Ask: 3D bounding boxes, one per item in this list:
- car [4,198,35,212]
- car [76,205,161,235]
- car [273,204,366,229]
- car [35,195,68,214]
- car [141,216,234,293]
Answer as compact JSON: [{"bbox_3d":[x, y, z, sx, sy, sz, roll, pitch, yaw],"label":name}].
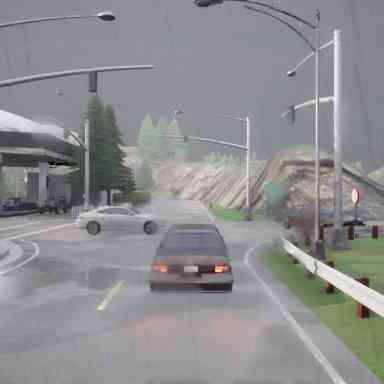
[{"bbox_3d":[-20.315,1.480,39.558,2.242,1.667,4.611,0,0,-1],"label":"car"},{"bbox_3d":[-3.647,1.415,17.461,4.674,1.442,1.812,0,0,-1],"label":"car"},{"bbox_3d":[6.488,1.359,17.628,2.033,1.411,5.357,0,0,-21],"label":"car"},{"bbox_3d":[-14.600,1.313,35.292,1.905,1.878,3.866,0,0,-1],"label":"car"},{"bbox_3d":[0.032,1.547,8.978,2.033,1.411,5.357,0,0,1],"label":"car"}]
